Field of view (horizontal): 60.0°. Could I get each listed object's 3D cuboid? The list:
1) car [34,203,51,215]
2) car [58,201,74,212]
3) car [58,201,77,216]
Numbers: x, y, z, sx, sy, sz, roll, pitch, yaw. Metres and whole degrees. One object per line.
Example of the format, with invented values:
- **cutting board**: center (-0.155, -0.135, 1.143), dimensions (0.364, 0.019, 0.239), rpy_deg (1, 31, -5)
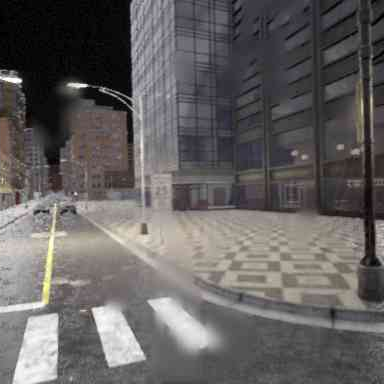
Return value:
- **car**: center (-19.639, 2.217, 43.709), dimensions (2.033, 1.411, 5.357), rpy_deg (-1, 0, -22)
- **car**: center (-19.213, 2.147, 50.626), dimensions (2.128, 1.511, 4.902), rpy_deg (-1, 0, -22)
- **car**: center (-15.262, 2.060, 41.044), dimensions (1.837, 1.490, 4.892), rpy_deg (-1, 0, -22)
